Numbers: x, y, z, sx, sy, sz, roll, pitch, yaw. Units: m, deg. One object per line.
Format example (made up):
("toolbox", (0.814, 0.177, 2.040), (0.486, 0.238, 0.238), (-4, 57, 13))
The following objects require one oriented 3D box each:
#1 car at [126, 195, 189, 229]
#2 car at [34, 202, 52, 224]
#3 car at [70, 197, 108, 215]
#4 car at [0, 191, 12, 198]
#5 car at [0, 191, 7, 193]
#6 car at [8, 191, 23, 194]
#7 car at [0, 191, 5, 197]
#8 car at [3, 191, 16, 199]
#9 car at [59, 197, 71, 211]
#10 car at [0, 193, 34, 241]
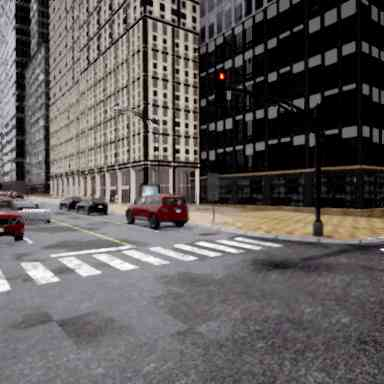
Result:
("car", (-2.131, 1.089, 19.795), (2.192, 1.841, 5.009), (1, 0, -36))
("car", (-10.514, 1.324, 21.450), (1.895, 1.301, 4.718), (0, 1, -36))
("car", (-8.660, 1.215, 28.769), (1.947, 1.339, 4.313), (1, 0, -36))
("car", (-41.287, 0.546, 73.639), (1.887, 1.381, 4.507), (1, 0, -36))
("car", (-24.402, 0.943, 40.643), (2.128, 1.511, 4.902), (0, 1, -35))
("car", (-31.499, 0.743, 60.178), (1.887, 1.381, 4.507), (1, 0, -36))
("car", (-47.813, 0.419, 82.612), (2.008, 1.369, 4.403), (1, 0, -36))
("car", (-38.024, 0.612, 69.152), (1.887, 1.381, 4.507), (1, 0, -36))
("car", (-11.924, 1.151, 33.256), (1.947, 1.339, 4.313), (1, 0, -36))
("car", (-8.872, 1.118, 14.818), (2.192, 1.841, 5.009), (1, 0, -36))
